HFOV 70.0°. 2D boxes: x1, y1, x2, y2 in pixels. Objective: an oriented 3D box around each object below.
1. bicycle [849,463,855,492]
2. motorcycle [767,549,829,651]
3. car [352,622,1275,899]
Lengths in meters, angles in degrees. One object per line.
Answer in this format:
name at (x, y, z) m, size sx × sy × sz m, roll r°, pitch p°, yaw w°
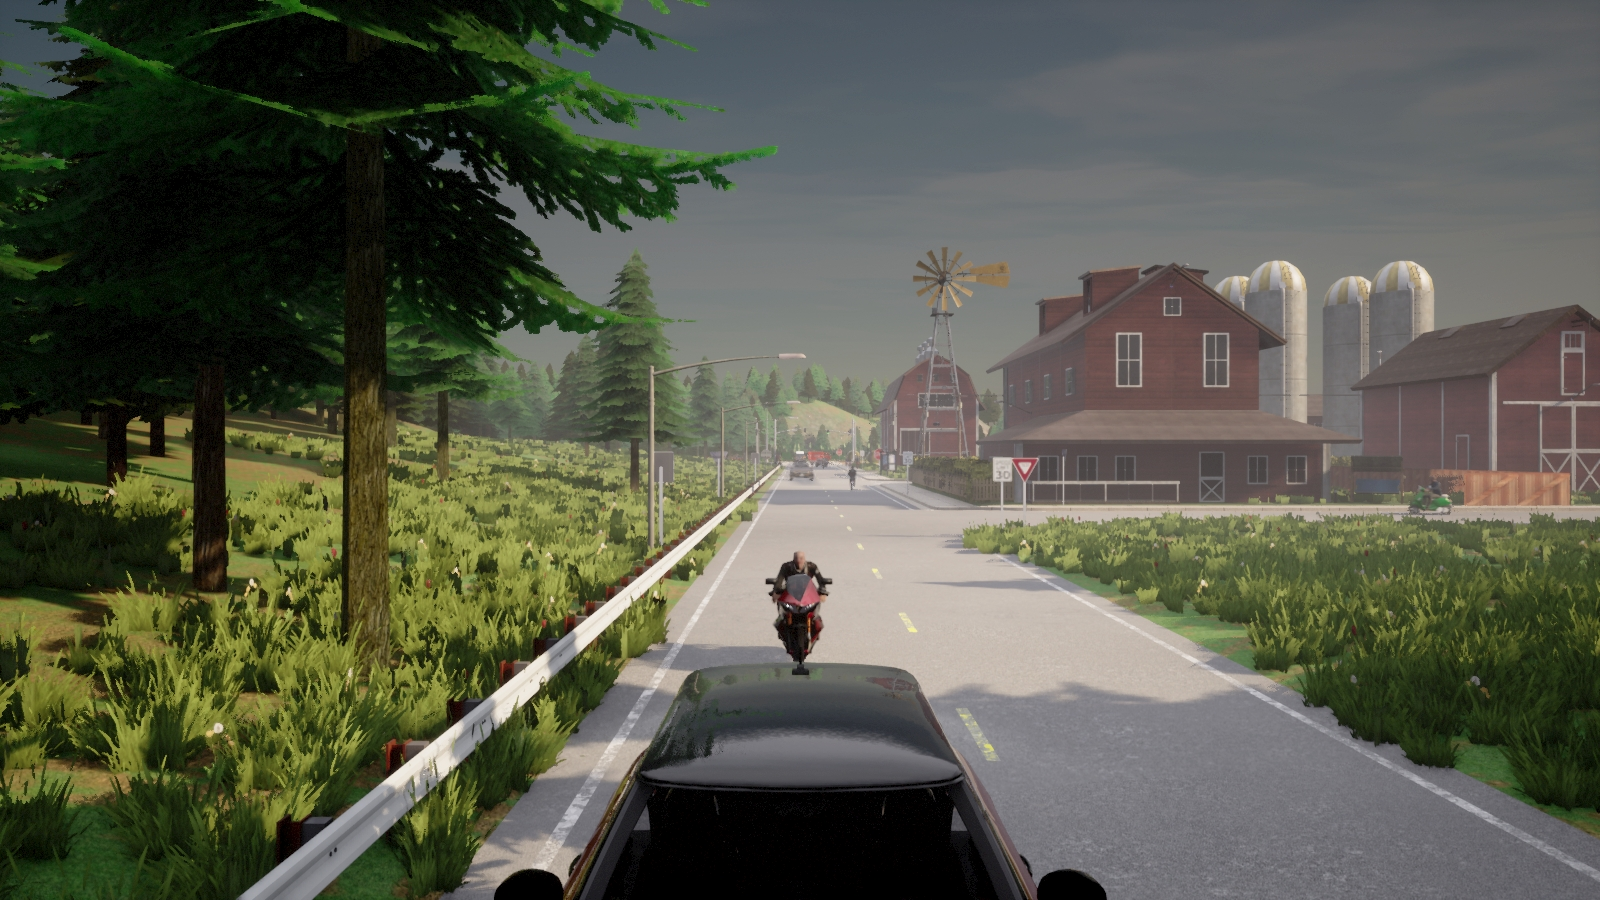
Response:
bicycle at (3.513, 1.836, 76.628) m, size 0.329 × 1.919 × 1.835 m, roll 0°, pitch 0°, yaw 0°
motorcycle at (-0.028, 2.205, 17.190) m, size 0.867 × 1.251 × 2.209 m, roll 0°, pitch 0°, yaw 0°
car at (0.033, 1.906, 4.501) m, size 2.097 × 1.767 × 4.553 m, roll 0°, pitch 0°, yaw 0°
